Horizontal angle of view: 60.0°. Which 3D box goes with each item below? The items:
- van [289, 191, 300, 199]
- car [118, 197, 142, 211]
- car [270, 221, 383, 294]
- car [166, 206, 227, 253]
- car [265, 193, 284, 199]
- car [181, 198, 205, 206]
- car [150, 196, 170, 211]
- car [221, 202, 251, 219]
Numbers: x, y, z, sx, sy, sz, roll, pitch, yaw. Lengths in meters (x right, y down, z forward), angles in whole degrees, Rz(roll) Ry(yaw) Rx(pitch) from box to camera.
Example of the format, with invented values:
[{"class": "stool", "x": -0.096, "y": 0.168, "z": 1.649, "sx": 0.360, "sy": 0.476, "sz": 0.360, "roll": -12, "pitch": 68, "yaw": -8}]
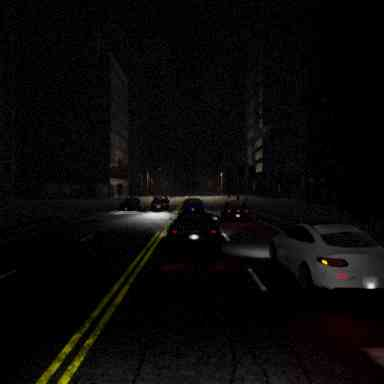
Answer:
[{"class": "van", "x": 24.720, "y": 0.700, "z": 77.007, "sx": 3.998, "sy": 1.788, "sz": 1.690, "roll": 0, "pitch": 0, "yaw": 0}, {"class": "car", "x": -6.610, "y": 1.271, "z": 35.998, "sx": 2.033, "sy": 1.411, "sz": 5.357, "roll": 0, "pitch": 0, "yaw": 0}, {"class": "car", "x": 3.318, "y": 1.460, "z": 8.466, "sx": 1.812, "sy": 1.442, "sz": 4.674, "roll": 0, "pitch": 1, "yaw": 0}, {"class": "car", "x": 0.083, "y": 1.463, "z": 13.160, "sx": 1.994, "sy": 1.385, "sz": 4.181, "roll": 0, "pitch": 0, "yaw": 0}, {"class": "car", "x": 19.102, "y": 0.920, "z": 77.031, "sx": 4.403, "sy": 1.369, "sz": 2.008, "roll": 0, "pitch": 0, "yaw": 0}, {"class": "car", "x": 0.081, "y": 1.252, "z": 29.398, "sx": 1.882, "sy": 1.535, "sz": 5.008, "roll": 0, "pitch": 0, "yaw": 0}, {"class": "car", "x": -3.359, "y": 1.219, "z": 35.632, "sx": 2.128, "sy": 1.511, "sz": 4.902, "roll": 0, "pitch": 0, "yaw": 0}, {"class": "car", "x": 3.324, "y": 1.400, "z": 26.192, "sx": 1.895, "sy": 1.301, "sz": 4.718, "roll": 0, "pitch": 0, "yaw": 0}]
